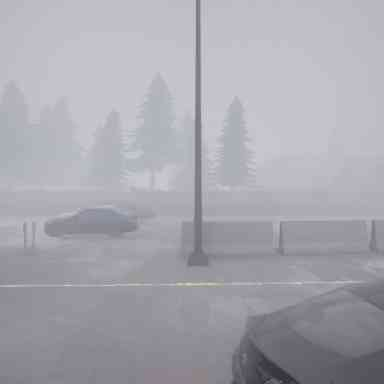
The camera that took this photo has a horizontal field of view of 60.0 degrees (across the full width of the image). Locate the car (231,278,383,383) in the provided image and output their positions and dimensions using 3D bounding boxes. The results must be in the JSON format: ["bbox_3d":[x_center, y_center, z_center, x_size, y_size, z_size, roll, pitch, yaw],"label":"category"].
[{"bbox_3d":[2.693,1.525,2.905,4.674,1.442,1.812,0,0,-3],"label":"car"}]

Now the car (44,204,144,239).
[{"bbox_3d":[-5.011,1.525,16.901,4.674,1.442,1.812,0,0,-1],"label":"car"}]

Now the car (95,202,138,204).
[{"bbox_3d":[-5.902,1.525,20.396,4.674,1.442,1.812,0,0,-1],"label":"car"}]

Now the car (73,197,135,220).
[{"bbox_3d":[-7.120,1.352,27.401,4.553,1.767,2.097,0,0,0],"label":"car"}]

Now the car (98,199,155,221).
[{"bbox_3d":[-5.107,1.491,23.902,4.902,1.511,2.128,0,0,-1],"label":"car"}]
